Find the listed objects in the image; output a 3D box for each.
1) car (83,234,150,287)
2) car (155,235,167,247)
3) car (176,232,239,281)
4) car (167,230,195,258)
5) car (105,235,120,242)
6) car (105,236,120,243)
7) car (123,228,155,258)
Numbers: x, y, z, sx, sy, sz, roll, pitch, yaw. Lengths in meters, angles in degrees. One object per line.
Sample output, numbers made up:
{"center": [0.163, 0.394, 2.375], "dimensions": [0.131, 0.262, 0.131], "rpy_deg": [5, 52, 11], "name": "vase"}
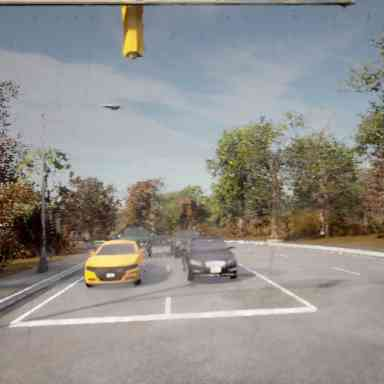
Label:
{"center": [-2.864, 2.683, 13.320], "dimensions": [1.882, 1.535, 5.008], "rpy_deg": [-2, -5, -5], "name": "car"}
{"center": [-3.956, 6.156, 41.994], "dimensions": [1.994, 1.385, 4.181], "rpy_deg": [-1, -7, -15], "name": "car"}
{"center": [0.608, 2.614, 13.730], "dimensions": [2.128, 1.511, 4.902], "rpy_deg": [-2, -5, -5], "name": "car"}
{"center": [-0.328, 3.479, 22.967], "dimensions": [2.097, 1.767, 4.553], "rpy_deg": [-1, -7, -8], "name": "car"}
{"center": [-21.558, 12.630, 89.941], "dimensions": [1.882, 1.535, 5.008], "rpy_deg": [1, -8, -42], "name": "car"}
{"center": [-19.773, 11.718, 82.090], "dimensions": [1.812, 1.442, 4.674], "rpy_deg": [1, -8, -37], "name": "car"}
{"center": [-3.923, 3.560, 23.576], "dimensions": [2.150, 2.045, 5.566], "rpy_deg": [-1, -7, -8], "name": "car"}
